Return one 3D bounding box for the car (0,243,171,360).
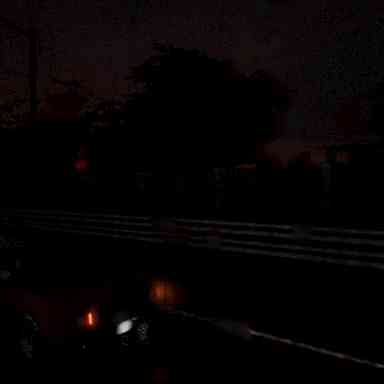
[{"bbox_3d":[-2.745,1.597,5.946,4.718,1.301,1.895,0,0,35],"label":"car"}]
